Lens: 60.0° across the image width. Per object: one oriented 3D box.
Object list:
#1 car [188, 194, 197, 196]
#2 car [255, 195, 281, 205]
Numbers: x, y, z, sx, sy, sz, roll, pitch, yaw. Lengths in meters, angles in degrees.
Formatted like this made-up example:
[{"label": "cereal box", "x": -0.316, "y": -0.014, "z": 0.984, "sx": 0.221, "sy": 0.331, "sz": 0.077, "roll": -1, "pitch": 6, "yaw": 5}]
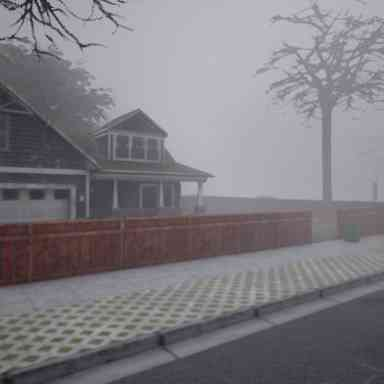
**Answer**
[{"label": "car", "x": 0.272, "y": 1.056, "z": 53.615, "sx": 1.837, "sy": 1.490, "sz": 4.892, "roll": 0, "pitch": 1, "yaw": -35}, {"label": "car", "x": 8.926, "y": 1.191, "z": 36.791, "sx": 2.097, "sy": 1.767, "sz": 4.553, "roll": 0, "pitch": 1, "yaw": -36}]
